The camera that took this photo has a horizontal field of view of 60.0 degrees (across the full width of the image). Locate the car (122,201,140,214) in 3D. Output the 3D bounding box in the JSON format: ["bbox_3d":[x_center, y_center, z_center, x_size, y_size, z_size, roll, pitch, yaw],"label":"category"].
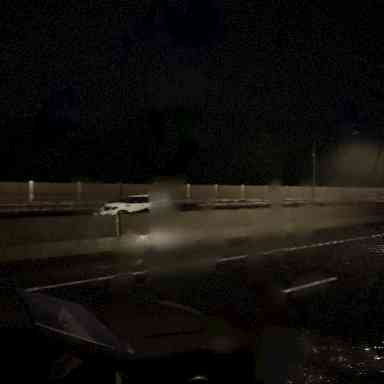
[{"bbox_3d":[-2.429,1.577,23.652,4.181,1.385,1.994,0,0,-36],"label":"car"}]

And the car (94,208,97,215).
[{"bbox_3d":[-6.292,1.364,29.491,4.553,1.767,2.097,0,0,-36],"label":"car"}]

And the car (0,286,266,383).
[{"bbox_3d":[-1.869,1.549,2.534,5.357,1.411,2.033,0,0,-36],"label":"car"}]

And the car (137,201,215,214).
[{"bbox_3d":[-0.563,1.489,20.685,5.008,1.535,1.882,0,0,-35],"label":"car"}]

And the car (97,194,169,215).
[{"bbox_3d":[-4.304,1.222,26.610,5.566,2.045,2.150,0,0,-36],"label":"car"}]
